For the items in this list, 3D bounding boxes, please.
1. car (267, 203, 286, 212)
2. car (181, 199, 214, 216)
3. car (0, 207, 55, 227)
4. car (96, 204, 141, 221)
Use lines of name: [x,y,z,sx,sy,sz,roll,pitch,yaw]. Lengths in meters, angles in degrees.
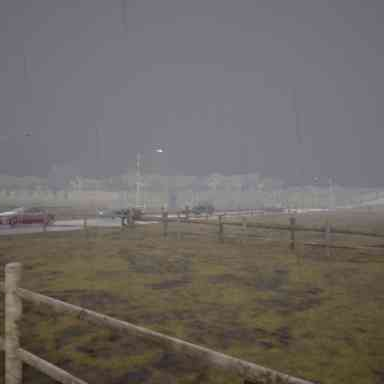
car: [15.214,2.765,59.424,2.097,1.767,4.553,1,-1,36]
car: [0.850,2.014,44.110,2.150,2.045,5.566,1,-1,36]
car: [-12.566,1.820,25.123,1.994,1.385,4.181,1,-1,36]
car: [-7.164,1.950,32.776,2.128,1.511,4.902,1,-1,35]
